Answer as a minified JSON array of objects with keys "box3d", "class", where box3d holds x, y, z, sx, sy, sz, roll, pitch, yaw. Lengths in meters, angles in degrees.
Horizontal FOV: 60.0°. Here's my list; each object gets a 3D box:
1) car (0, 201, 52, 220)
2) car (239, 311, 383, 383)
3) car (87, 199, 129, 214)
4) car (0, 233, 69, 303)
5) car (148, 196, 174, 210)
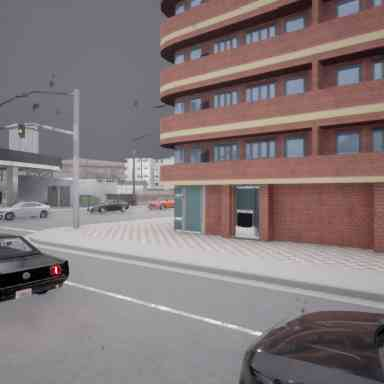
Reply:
[{"box3d":[-14.133,1.523,27.951,1.812,1.442,4.674,0,0,34],"class":"car"},{"box3d":[2.651,1.514,2.104,4.892,1.490,1.837,0,0,35],"class":"car"},{"box3d":[-8.907,1.509,35.595,2.128,1.511,4.902,0,0,35],"class":"car"},{"box3d":[-4.929,1.599,7.496,4.718,1.301,1.895,0,0,36],"class":"car"},{"box3d":[-3.670,1.389,43.183,2.097,1.767,4.553,0,0,35],"class":"car"}]
